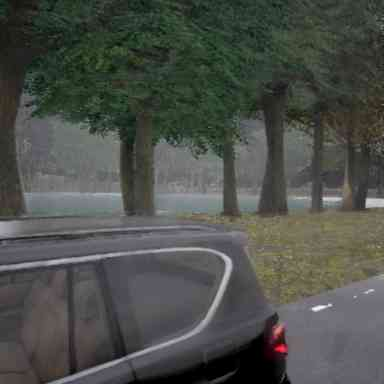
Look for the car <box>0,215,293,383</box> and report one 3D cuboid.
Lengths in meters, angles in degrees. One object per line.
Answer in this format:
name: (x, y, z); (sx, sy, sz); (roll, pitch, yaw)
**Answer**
car: (-1.843, 1.222, 1.724); (5.566, 2.045, 2.150); (0, 0, -36)
